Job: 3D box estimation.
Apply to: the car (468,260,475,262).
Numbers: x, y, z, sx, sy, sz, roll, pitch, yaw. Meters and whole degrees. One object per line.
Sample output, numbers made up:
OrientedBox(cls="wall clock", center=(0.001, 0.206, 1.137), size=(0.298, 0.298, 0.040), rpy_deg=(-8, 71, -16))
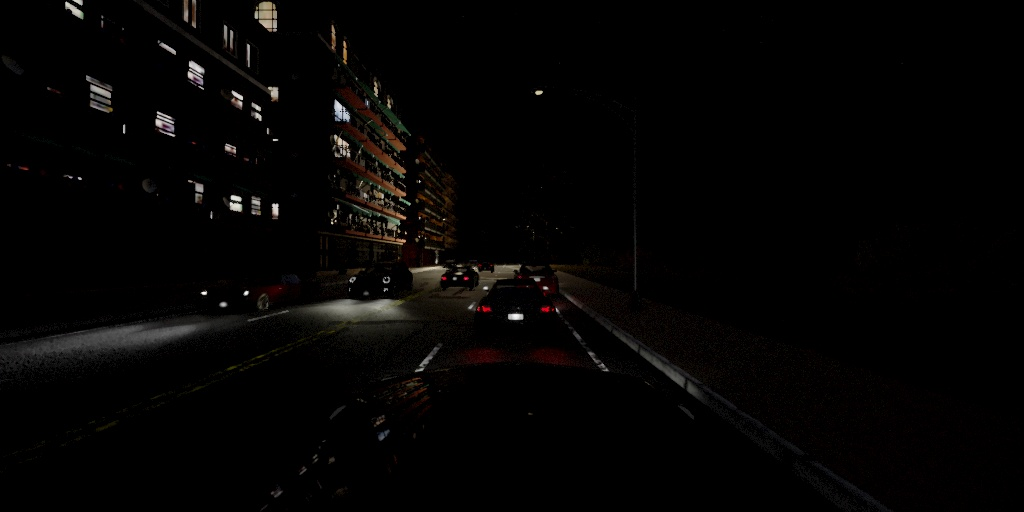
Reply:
OrientedBox(cls="car", center=(-6.530, 1.315, 61.075), size=(1.994, 1.385, 4.181), rpy_deg=(0, 0, 0))

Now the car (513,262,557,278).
OrientedBox(cls="car", center=(1.148, 1.103, 18.524), size=(2.097, 1.767, 4.553), rpy_deg=(0, 0, 0))

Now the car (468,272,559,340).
OrientedBox(cls="car", center=(0.100, 1.315, 9.944), size=(1.994, 1.385, 4.181), rpy_deg=(0, 0, 0))

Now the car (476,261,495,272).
OrientedBox(cls="car", center=(-3.120, 1.278, 43.808), size=(1.812, 1.442, 4.674), rpy_deg=(0, -1, 0))

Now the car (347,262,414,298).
OrientedBox(cls="car", center=(-6.589, 1.104, 18.458), size=(2.097, 1.767, 4.553), rpy_deg=(0, 0, 0))

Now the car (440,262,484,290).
OrientedBox(cls="car", center=(-3.135, 1.300, 22.244), size=(2.033, 1.411, 5.357), rpy_deg=(0, 0, 0))

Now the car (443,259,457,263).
OrientedBox(cls="car", center=(-9.797, 1.228, 56.911), size=(1.882, 1.535, 5.008), rpy_deg=(0, 0, 0))

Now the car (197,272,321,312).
OrientedBox(cls="car", center=(-9.842, 1.352, 14.448), size=(1.895, 1.301, 4.718), rpy_deg=(0, 0, 0))
